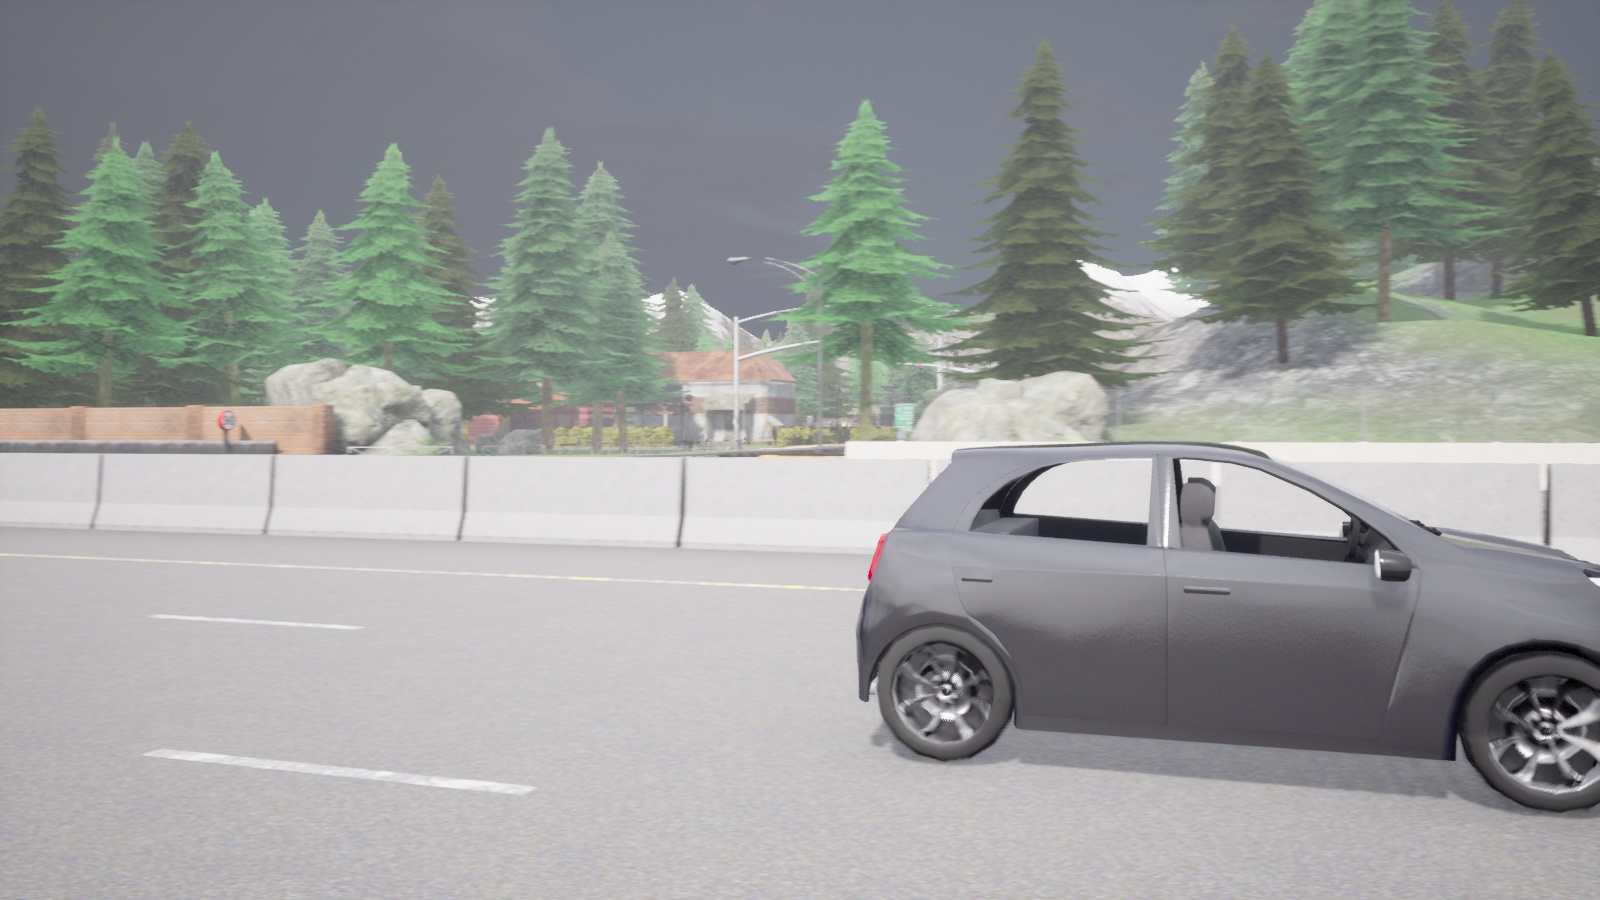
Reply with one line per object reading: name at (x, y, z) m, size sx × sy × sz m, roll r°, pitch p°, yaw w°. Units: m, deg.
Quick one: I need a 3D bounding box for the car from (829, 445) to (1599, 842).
car at (2.156, 0.749, 6.160) m, size 3.633 × 1.501 × 1.845 m, roll 1°, pitch 1°, yaw 19°
